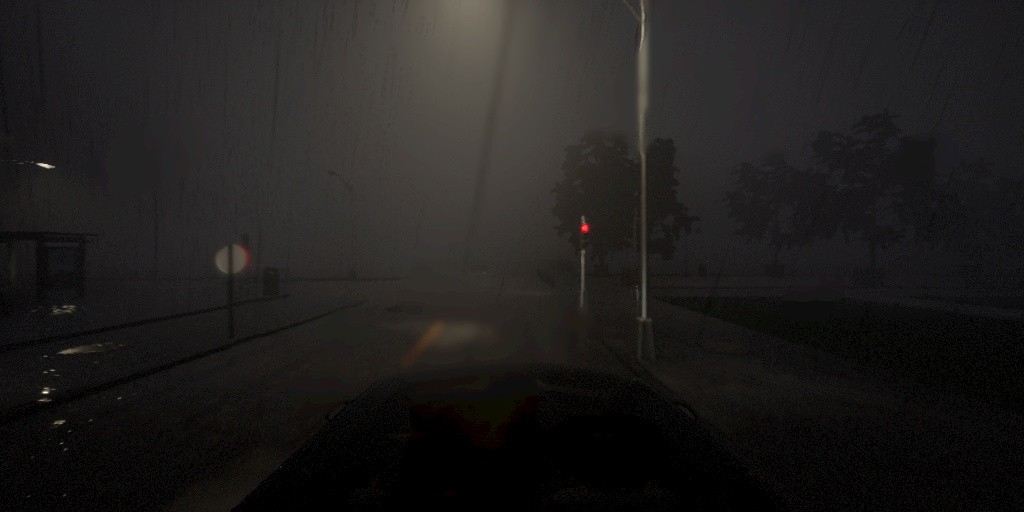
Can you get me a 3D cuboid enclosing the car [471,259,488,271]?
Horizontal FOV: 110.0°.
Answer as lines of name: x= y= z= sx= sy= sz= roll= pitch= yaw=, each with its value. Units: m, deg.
car: x=-3.986 y=1.121 z=44.268 sx=1.812 sy=1.442 sz=4.674 roll=0 pitch=1 yaw=0
